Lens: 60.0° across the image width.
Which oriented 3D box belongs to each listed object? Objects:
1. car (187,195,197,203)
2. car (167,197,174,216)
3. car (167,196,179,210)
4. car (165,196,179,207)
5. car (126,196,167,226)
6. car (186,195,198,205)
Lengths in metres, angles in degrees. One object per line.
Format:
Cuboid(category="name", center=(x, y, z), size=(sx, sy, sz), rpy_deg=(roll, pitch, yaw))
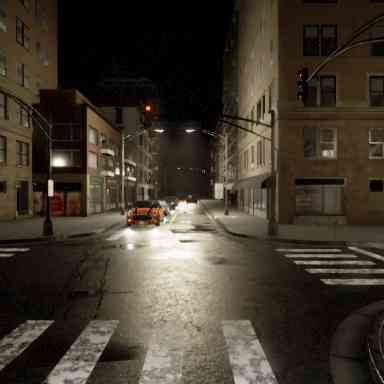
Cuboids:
Cuboid(category="car", center=(-0.035, 1.444, 69.671), size=(2.128, 1.511, 4.902), rpy_deg=(0, 0, 0))
Cuboid(category="car", center=(-3.159, 1.531, 32.488), size=(2.033, 1.411, 5.357), rpy_deg=(0, 0, 0))
Cuboid(category="car", center=(-3.171, 1.328, 42.273), size=(2.097, 1.767, 4.553), rpy_deg=(0, 0, 0))
Cuboid(category="car", center=(-3.158, 1.445, 52.629), size=(1.882, 1.535, 5.008), rpy_deg=(0, 0, 0))
Cuboid(category="car", center=(-3.140, 1.344, 23.033), size=(2.097, 1.767, 4.553), rpy_deg=(0, 0, 0))
Cuboid(category="car", center=(-0.013, 1.453, 59.308), size=(2.128, 1.511, 4.902), rpy_deg=(0, 0, 0))
